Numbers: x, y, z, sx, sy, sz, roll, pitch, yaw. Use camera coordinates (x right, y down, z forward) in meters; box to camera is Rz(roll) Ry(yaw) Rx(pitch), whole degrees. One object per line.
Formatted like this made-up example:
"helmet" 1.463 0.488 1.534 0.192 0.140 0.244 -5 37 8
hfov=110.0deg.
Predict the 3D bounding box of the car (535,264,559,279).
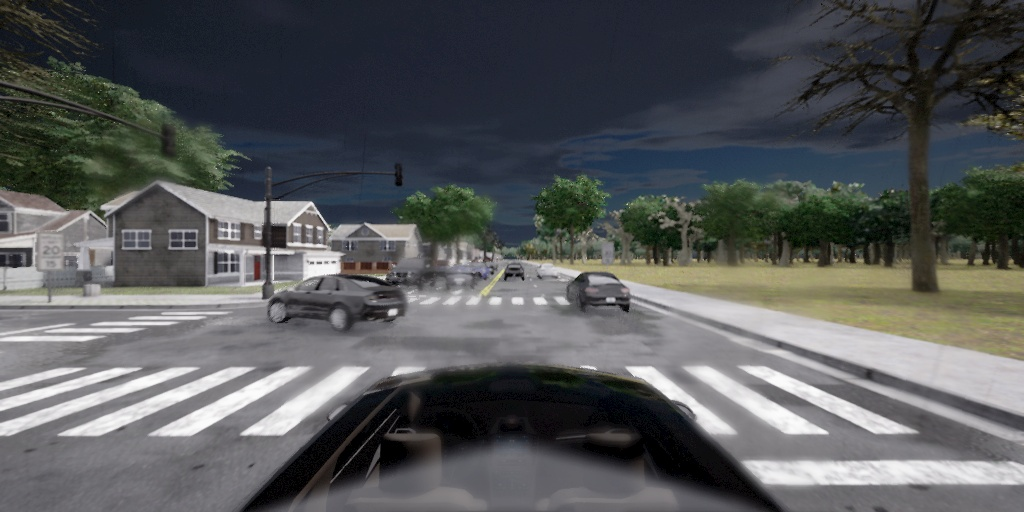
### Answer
"car" 3.473 1.487 35.763 1.812 1.442 4.674 0 0 0

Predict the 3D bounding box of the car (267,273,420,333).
"car" -5.445 1.327 11.070 4.892 1.490 1.837 0 -3 28

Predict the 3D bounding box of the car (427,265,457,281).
"car" -6.478 1.565 33.841 1.895 1.301 4.718 0 0 0

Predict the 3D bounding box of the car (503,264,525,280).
"car" 0.217 1.462 34.320 1.837 1.490 4.892 0 0 0

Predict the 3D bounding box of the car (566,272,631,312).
"car" 3.400 1.357 14.622 1.812 1.442 4.674 0 0 0

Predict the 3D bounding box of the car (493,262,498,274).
"car" -3.161 1.581 43.423 1.994 1.385 4.181 0 0 1

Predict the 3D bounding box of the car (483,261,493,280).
"car" -3.229 1.309 33.461 2.097 1.767 4.553 0 0 1

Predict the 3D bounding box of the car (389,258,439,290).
"car" -6.522 1.127 23.998 2.150 2.045 5.566 0 0 0

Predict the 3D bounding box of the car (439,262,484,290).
"car" -3.277 1.394 24.320 2.128 1.511 4.902 0 0 -1
